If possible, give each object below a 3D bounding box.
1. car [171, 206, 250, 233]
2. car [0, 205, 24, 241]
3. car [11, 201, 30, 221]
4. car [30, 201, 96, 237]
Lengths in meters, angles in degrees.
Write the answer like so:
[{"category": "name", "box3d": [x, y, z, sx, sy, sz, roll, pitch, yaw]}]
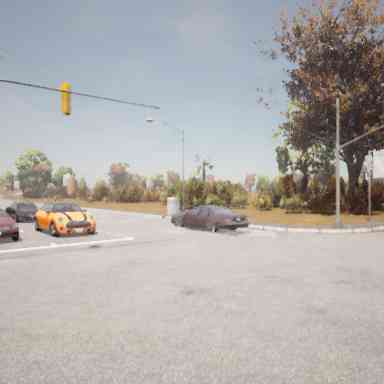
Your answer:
[{"category": "car", "box3d": [0.923, 1.522, 19.696, 2.033, 1.411, 5.357, 0, 0, -39]}, {"category": "car", "box3d": [-9.744, 1.523, 16.053, 1.812, 1.442, 4.674, 0, 0, -39]}, {"category": "car", "box3d": [-12.881, 1.493, 25.556, 1.837, 1.490, 4.892, 0, 1, -39]}, {"category": "car", "box3d": [-7.015, 1.342, 18.270, 2.097, 1.767, 4.553, 0, 0, -39]}]
